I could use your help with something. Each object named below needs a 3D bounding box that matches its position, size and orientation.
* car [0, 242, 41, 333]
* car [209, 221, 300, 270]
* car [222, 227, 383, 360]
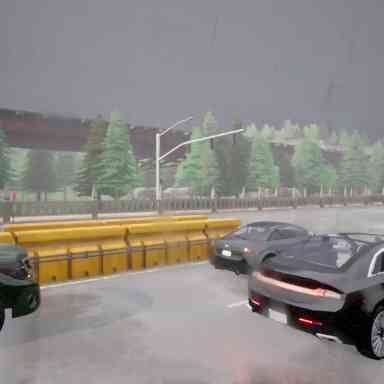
[{"bbox_3d":[-5.093,1.221,4.420,5.566,2.045,2.150,0,0,-35],"label":"car"},{"bbox_3d":[2.535,1.564,9.833,4.181,1.385,1.994,0,0,-36],"label":"car"},{"bbox_3d":[3.143,1.492,5.972,4.902,1.511,2.128,0,0,-36],"label":"car"}]
